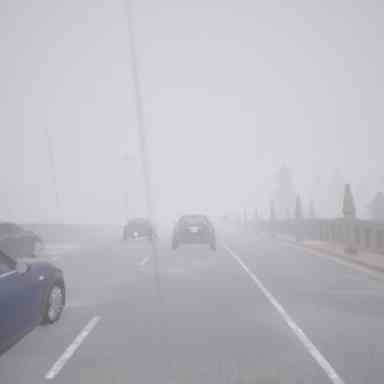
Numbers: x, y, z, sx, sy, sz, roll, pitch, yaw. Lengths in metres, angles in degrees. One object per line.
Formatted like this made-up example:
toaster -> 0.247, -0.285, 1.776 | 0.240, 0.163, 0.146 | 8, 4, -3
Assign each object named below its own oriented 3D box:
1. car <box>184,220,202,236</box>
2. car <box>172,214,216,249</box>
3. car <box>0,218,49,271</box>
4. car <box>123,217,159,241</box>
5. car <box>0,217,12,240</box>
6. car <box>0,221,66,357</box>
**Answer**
car -> 0.098, 3.840, 35.673 | 1.882, 1.535, 5.008 | 0, -6, 0
car -> 0.099, 1.952, 17.562 | 2.097, 1.767, 4.553 | 0, -4, 0
car -> -6.901, 1.749, 11.469 | 1.837, 1.490, 4.892 | 0, -2, 0
car -> -3.402, 2.504, 22.499 | 1.837, 1.490, 4.892 | 0, -5, 0
car -> -14.039, 2.403, 21.620 | 1.882, 1.535, 5.008 | 0, -5, 1
car -> -3.400, 1.382, 4.377 | 2.097, 1.767, 4.553 | 0, -1, 0
